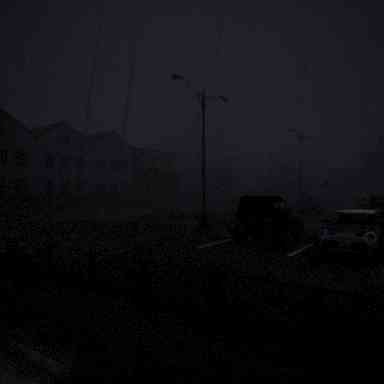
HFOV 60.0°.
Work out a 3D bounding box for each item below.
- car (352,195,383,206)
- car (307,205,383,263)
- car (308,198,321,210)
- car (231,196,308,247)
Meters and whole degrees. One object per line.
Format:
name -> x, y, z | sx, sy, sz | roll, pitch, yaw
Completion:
car -> 10.353, 1.101, 18.180 | 1.932, 1.855, 4.605 | 0, 0, 35
car -> 5.502, 1.364, 11.226 | 1.970, 1.475, 3.806 | 0, 0, 35
car -> 10.442, 1.312, 30.362 | 2.007, 1.523, 4.514 | 0, 0, 35
car -> 3.135, 1.085, 13.640 | 1.905, 1.878, 3.866 | 0, 0, 35
